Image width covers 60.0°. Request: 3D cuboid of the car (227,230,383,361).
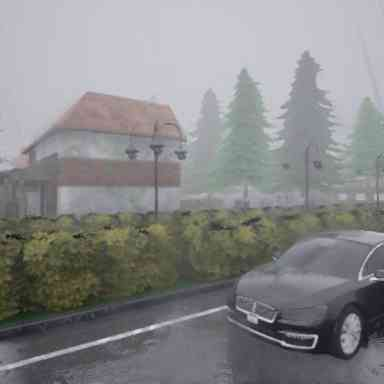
[{"bbox_3d":[2.798,1.524,6.071,4.892,1.490,1.837,0,0,-36],"label":"car"}]
